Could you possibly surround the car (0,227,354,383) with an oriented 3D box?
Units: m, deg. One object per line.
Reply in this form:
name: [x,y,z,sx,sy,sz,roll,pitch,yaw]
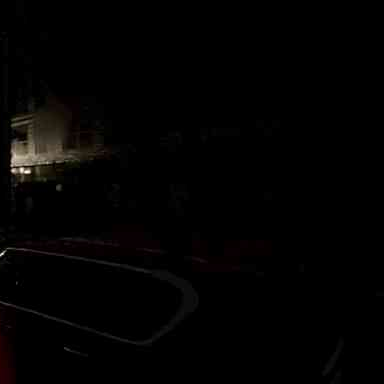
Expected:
car: [-1.003,1.321,3.575,5.009,1.841,2.192,0,0,35]
